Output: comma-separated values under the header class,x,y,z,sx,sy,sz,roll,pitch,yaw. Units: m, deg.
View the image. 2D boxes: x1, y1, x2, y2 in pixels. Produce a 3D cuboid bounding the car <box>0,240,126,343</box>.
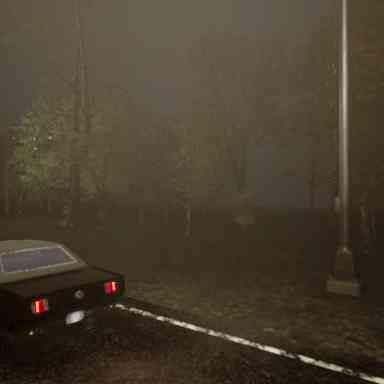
class,x,y,z,sx,sy,sz,roll,pitch,yaw
car,-3.532,1.580,6.243,4.718,1.301,1.895,0,-1,36
